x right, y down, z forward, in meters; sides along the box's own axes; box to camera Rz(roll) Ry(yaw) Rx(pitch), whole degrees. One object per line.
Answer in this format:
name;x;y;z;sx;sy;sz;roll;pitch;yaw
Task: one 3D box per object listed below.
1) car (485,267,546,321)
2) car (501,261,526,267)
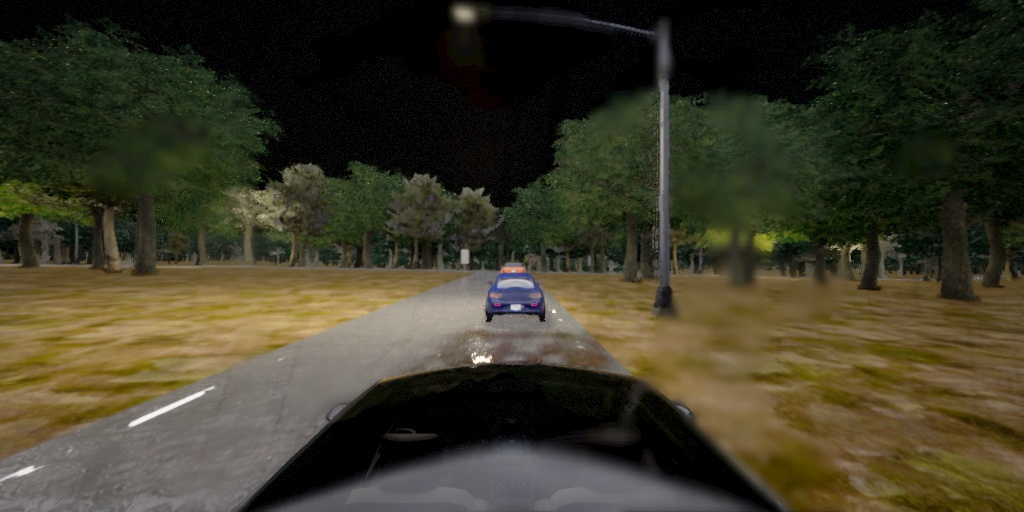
car;0.106;1.276;12.317;1.812;1.442;4.674;0;0;0
car;0.112;1.221;29.910;2.097;1.767;4.553;0;-1;0
